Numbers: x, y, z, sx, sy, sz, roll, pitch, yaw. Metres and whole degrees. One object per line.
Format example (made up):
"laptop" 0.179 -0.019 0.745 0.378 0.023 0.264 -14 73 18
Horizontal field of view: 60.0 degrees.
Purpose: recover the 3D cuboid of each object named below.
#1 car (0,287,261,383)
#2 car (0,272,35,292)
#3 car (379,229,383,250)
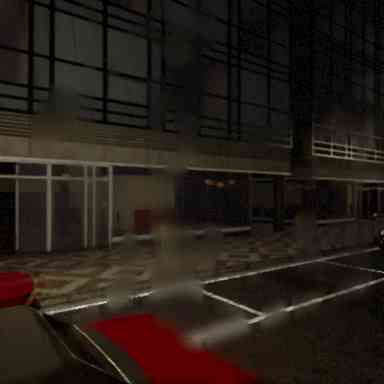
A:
"car" -1.842 1.606 1.905 4.718 1.301 1.895 1 0 -36
"car" -4.135 1.552 3.652 4.507 1.381 1.887 1 -1 -36
"car" 9.396 1.578 13.620 4.097 1.590 1.967 1 -1 -36
